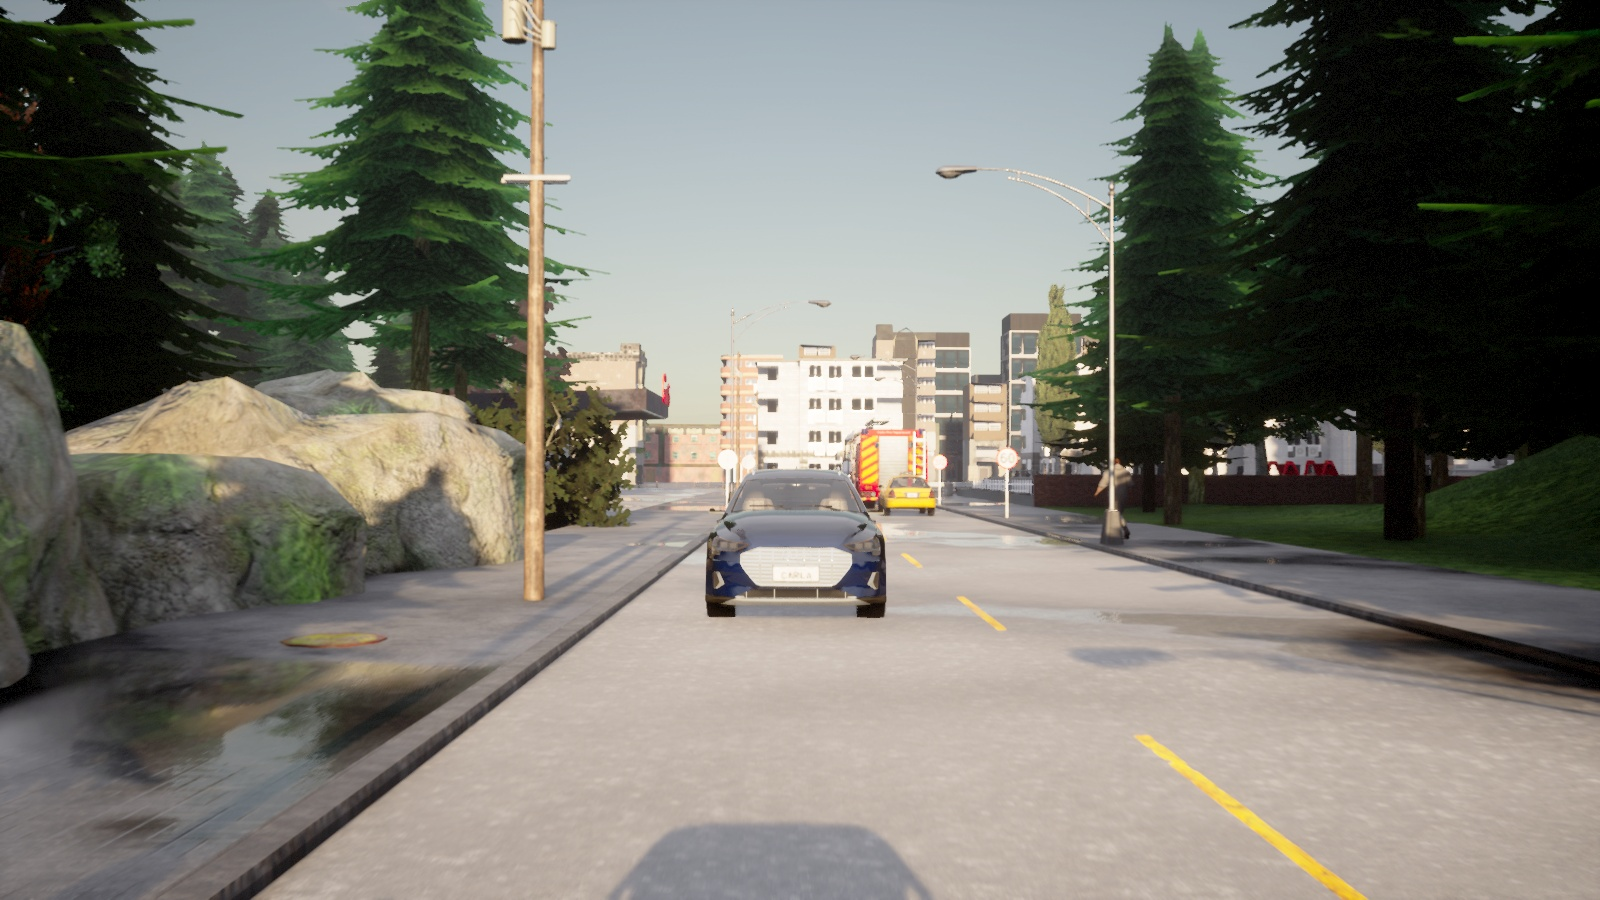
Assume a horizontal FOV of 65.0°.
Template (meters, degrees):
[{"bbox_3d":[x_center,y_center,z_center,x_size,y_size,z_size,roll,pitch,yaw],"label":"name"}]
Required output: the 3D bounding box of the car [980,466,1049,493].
[{"bbox_3d":[15.372,2.118,90.053,4.605,1.855,1.932,0,-1,0],"label":"car"}]

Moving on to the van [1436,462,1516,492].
[{"bbox_3d":[46.331,1.863,86.119,4.442,1.987,1.775,0,-1,0],"label":"van"}]

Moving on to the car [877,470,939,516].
[{"bbox_3d":[3.873,1.526,45.827,1.801,1.575,5.366,0,-1,0],"label":"car"}]

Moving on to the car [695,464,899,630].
[{"bbox_3d":[-0.037,1.003,14.976,2.033,1.649,4.856,0,-1,0],"label":"car"}]

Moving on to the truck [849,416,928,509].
[{"bbox_3d":[3.829,0.601,56.173,2.891,3.827,8.468,0,-1,0],"label":"truck"}]

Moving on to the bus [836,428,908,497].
[{"bbox_3d":[4.613,0.855,83.081,3.944,4.253,10.273,0,-1,-1],"label":"bus"}]

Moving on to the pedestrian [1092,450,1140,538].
[{"bbox_3d":[7.114,0.983,28.301,0.659,1.952,0.873,0,-1,-17],"label":"pedestrian"}]
